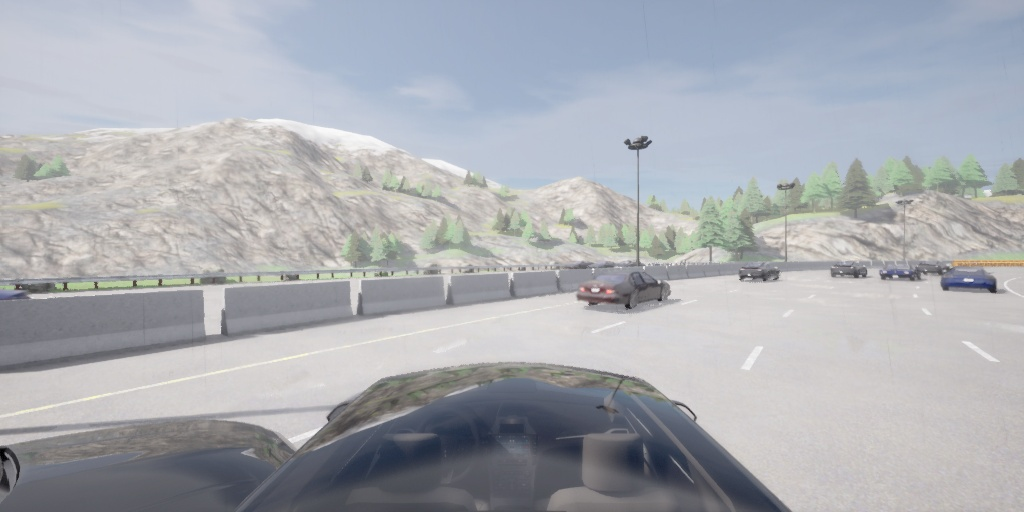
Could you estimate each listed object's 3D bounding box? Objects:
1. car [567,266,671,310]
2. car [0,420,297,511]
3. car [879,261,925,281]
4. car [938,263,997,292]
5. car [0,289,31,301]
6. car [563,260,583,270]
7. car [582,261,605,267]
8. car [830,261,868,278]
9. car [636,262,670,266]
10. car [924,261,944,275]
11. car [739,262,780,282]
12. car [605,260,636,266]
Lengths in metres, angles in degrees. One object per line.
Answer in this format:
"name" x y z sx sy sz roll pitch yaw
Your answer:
"car" 4.773 1.297 14.901 2.033 1.411 5.357 0 0 44
"car" -2.983 1.255 0.554 4.892 1.490 1.837 0 0 -45
"car" 32.285 1.351 29.745 4.718 1.301 1.895 0 0 -35
"car" 27.141 1.314 21.359 4.181 1.385 1.994 0 0 -39
"car" -14.597 1.276 8.041 1.812 1.442 4.674 0 0 37
"car" 9.139 1.298 47.557 5.357 1.411 2.033 0 0 -38
"car" 11.711 1.297 45.131 5.357 1.411 2.033 0 0 -38
"car" 31.370 1.242 33.367 4.902 1.511 2.128 0 0 -35
"car" 16.204 1.406 39.761 4.718 1.301 1.895 0 0 -38
"car" 43.308 1.242 36.891 4.902 1.511 2.128 0 0 -31
"car" 20.173 1.243 29.198 4.902 1.511 2.128 0 0 -40
"car" 13.659 1.243 42.208 4.902 1.511 2.128 0 0 -38
